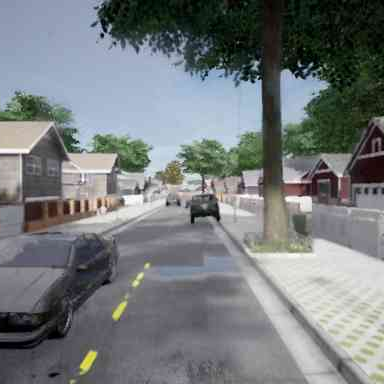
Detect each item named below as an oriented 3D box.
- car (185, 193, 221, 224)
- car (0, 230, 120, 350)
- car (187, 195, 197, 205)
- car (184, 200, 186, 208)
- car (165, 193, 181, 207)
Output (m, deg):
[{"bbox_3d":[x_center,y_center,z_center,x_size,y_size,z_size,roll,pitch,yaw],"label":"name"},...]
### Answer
[{"bbox_3d":[0.876,1.133,25.135,2.150,2.045,5.566,-5,0,0],"label":"car"},{"bbox_3d":[-2.850,1.545,6.819,2.033,1.411,5.357,0,0,0],"label":"car"},{"bbox_3d":[0.004,1.399,60.070,1.882,1.535,5.008,0,0,0],"label":"car"},{"bbox_3d":[0.024,1.455,46.200,1.837,1.490,4.892,0,0,0],"label":"car"},{"bbox_3d":[-2.810,1.164,50.502,2.150,2.045,5.566,0,0,0],"label":"car"}]
